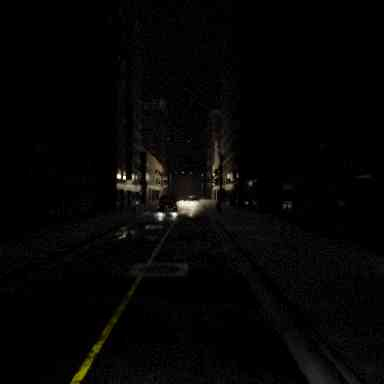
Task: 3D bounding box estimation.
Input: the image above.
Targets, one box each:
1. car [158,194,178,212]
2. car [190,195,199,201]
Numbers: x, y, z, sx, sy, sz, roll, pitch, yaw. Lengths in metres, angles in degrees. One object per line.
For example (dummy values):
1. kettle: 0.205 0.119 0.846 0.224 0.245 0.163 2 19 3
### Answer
1. car: -2.841 1.277 40.169 2.150 2.045 5.566 0 0 0
2. car: 0.971 1.653 88.766 1.882 1.535 5.008 0 0 0
